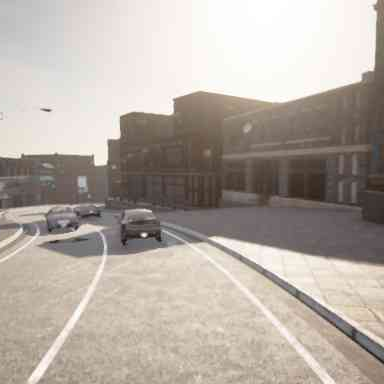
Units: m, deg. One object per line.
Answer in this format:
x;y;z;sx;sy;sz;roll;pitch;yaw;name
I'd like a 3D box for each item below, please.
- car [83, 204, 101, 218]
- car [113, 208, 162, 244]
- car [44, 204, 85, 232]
-10.609;1.883;33.228;1.994;1.385;4.181;-3;1;-32;car
-2.757;1.549;16.649;1.837;1.490;4.892;-2;1;-17;car
-8.787;1.774;22.394;2.128;1.511;4.902;-2;0;-25;car
